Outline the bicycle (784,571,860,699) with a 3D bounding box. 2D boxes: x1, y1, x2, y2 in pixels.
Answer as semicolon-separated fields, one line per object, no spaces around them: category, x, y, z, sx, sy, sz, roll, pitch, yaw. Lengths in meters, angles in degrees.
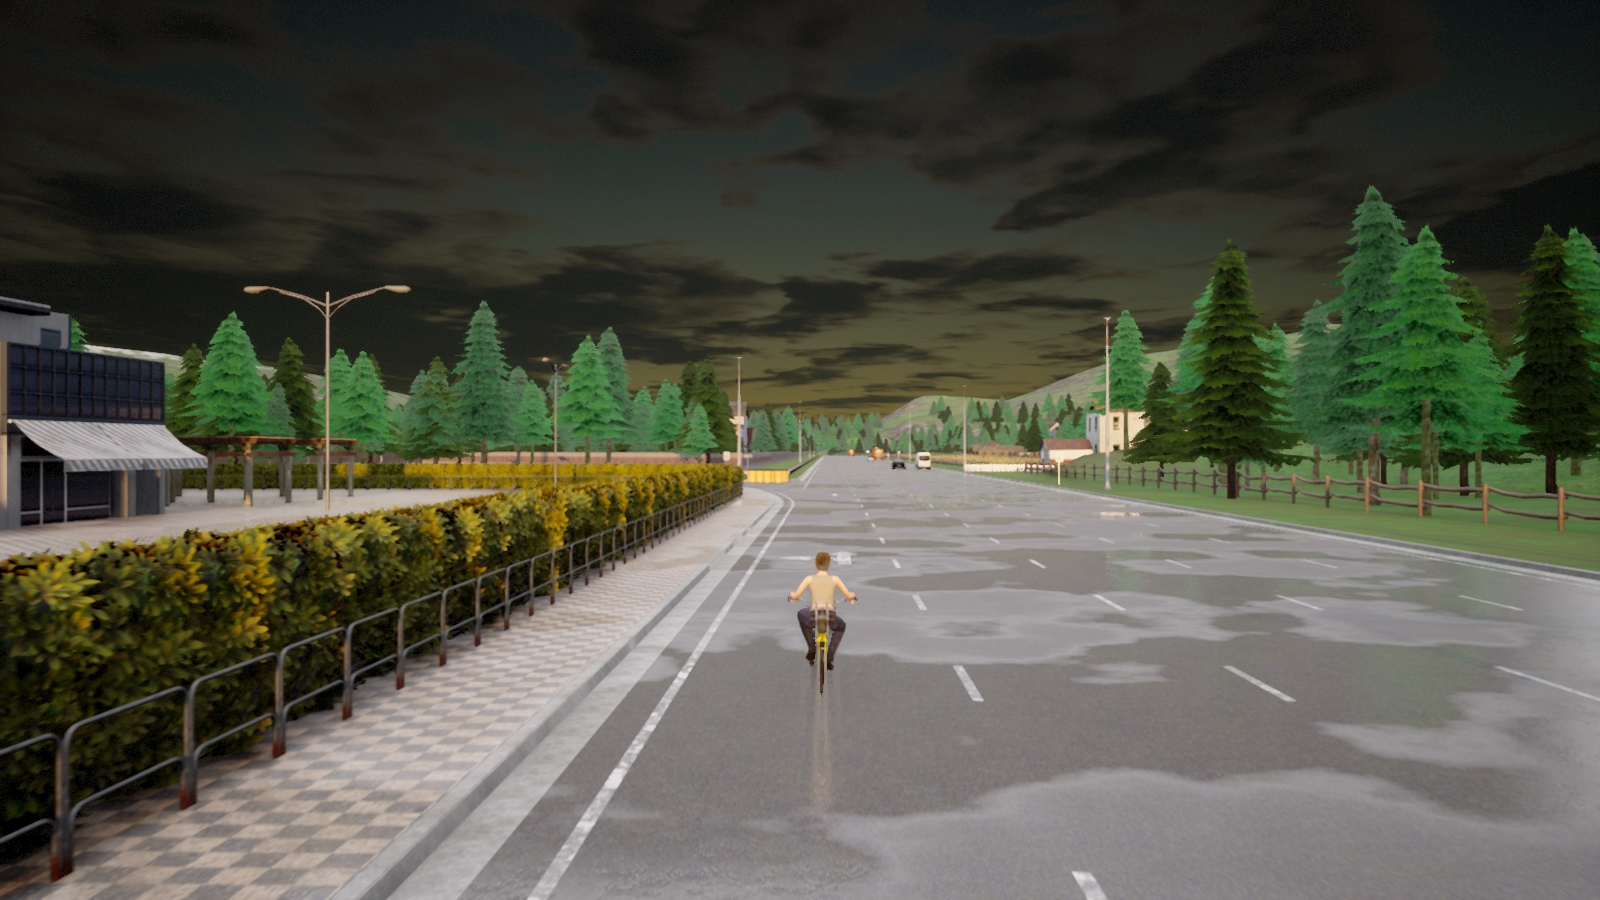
bicycle;0.268;2.167;13.630;0.859;1.276;1.487;0;0;2
